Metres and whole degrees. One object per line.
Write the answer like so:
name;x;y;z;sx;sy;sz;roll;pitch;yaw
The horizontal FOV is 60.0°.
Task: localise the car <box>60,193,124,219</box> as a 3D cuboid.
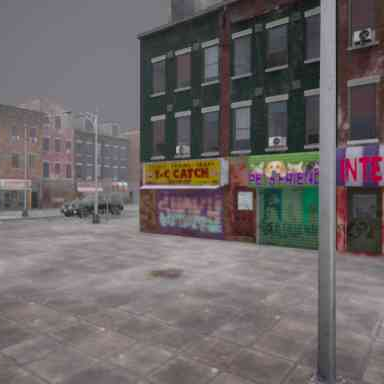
car;-8.423;1.112;28.608;2.150;2.045;5.566;0;0;36
